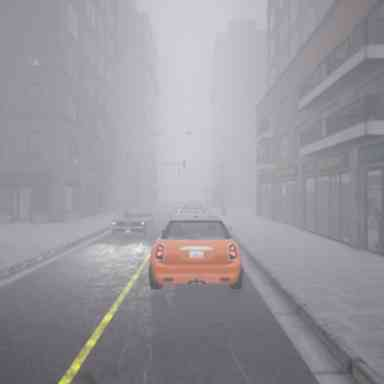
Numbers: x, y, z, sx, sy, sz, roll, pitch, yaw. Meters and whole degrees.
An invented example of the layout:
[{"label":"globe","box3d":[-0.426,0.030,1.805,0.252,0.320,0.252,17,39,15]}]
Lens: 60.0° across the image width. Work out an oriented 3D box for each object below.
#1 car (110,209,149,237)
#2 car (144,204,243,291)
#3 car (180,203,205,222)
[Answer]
[{"label":"car","box3d":[-3.117,1.620,18.410,1.895,1.301,4.718,0,0,0]},{"label":"car","box3d":[0.078,1.360,9.228,2.097,1.767,4.553,0,0,0]},{"label":"car","box3d":[0.067,1.631,27.720,1.895,1.301,4.718,0,0,0]}]
